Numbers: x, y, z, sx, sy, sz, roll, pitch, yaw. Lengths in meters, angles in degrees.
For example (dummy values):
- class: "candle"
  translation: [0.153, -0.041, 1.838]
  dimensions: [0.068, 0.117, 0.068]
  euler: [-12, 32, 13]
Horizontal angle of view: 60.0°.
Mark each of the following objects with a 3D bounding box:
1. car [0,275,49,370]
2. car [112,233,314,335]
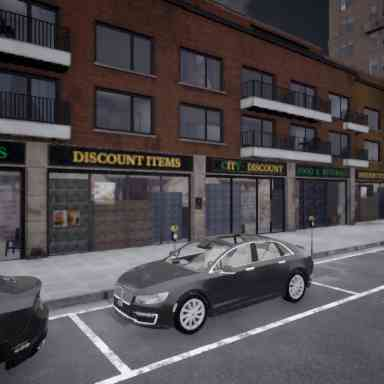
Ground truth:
- class: "car"
  translation: [-3.873, 1.551, 3.427]
  dimensions: [4.403, 1.369, 2.008]
  euler: [0, 0, -35]
- class: "car"
  translation: [0.623, 1.550, 6.628]
  dimensions: [4.403, 1.369, 2.008]
  euler: [0, 0, -35]
